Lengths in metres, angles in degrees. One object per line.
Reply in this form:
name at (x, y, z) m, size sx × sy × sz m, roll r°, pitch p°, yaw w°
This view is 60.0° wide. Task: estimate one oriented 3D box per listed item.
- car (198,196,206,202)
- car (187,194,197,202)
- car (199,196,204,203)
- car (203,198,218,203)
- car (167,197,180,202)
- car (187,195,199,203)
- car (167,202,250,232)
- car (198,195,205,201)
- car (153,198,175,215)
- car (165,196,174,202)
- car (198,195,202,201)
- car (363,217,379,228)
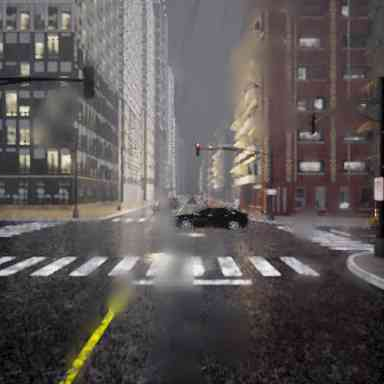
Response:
car at (2.692, 1.887, 89.848) m, size 1.802 × 1.307 × 4.206 m, roll 0°, pitch 0°, yaw 0°
car at (0.002, 1.438, 75.612) m, size 2.097 × 1.767 × 4.553 m, roll 0°, pitch 0°, yaw 0°
car at (2.692, 1.730, 55.958) m, size 2.008 × 1.369 × 4.403 m, roll 0°, pitch 0°, yaw 0°
car at (2.742, 1.716, 43.040) m, size 1.802 × 1.307 × 4.206 m, roll 0°, pitch 0°, yaw 0°
car at (-3.082, 1.706, 45.327) m, size 1.994 × 1.385 × 4.181 m, roll 0°, pitch 0°, yaw 1°
car at (0.001, 1.739, 65.639) m, size 1.812 × 1.442 × 4.674 m, roll 0°, pitch 0°, yaw 0°
car at (1.101, 1.620, 20.635) m, size 4.892 × 1.490 × 1.837 m, roll 2°, pitch 0°, yaw 0°
car at (2.691, 1.768, 95.498) m, size 1.967 × 1.590 × 4.097 m, roll 0°, pitch 0°, yaw 0°
car at (-3.118, 1.655, 35.307) m, size 2.033 × 1.411 × 5.357 m, roll 0°, pitch 0°, yaw -4°
car at (-5.688, 1.834, 84.200) m, size 2.008 × 1.369 × 4.403 m, roll 0°, pitch 0°, yaw 0°
car at (2.692, 1.750, 61.606) m, size 2.008 × 1.369 × 4.403 m, roll 0°, pitch 0°, yaw 0°
car at (14.643, 1.902, 23.356) m, size 4.829 × 1.417 × 1.752 m, roll 1°, pitch -1°, yaw 0°
